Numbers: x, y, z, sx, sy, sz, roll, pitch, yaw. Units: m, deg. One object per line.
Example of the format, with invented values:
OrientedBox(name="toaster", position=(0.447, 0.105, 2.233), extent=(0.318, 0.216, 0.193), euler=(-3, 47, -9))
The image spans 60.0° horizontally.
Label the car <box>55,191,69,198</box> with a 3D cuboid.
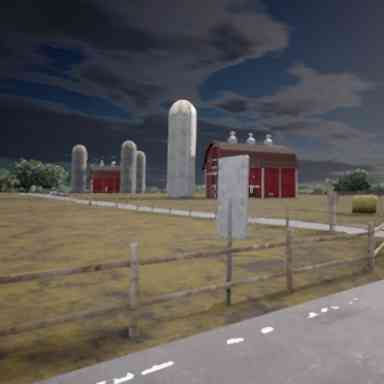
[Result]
OrientedBox(name="car", position=(-34.123, 0.783, 88.246), extent=(1.895, 1.301, 4.718), euler=(2, 0, -35))
